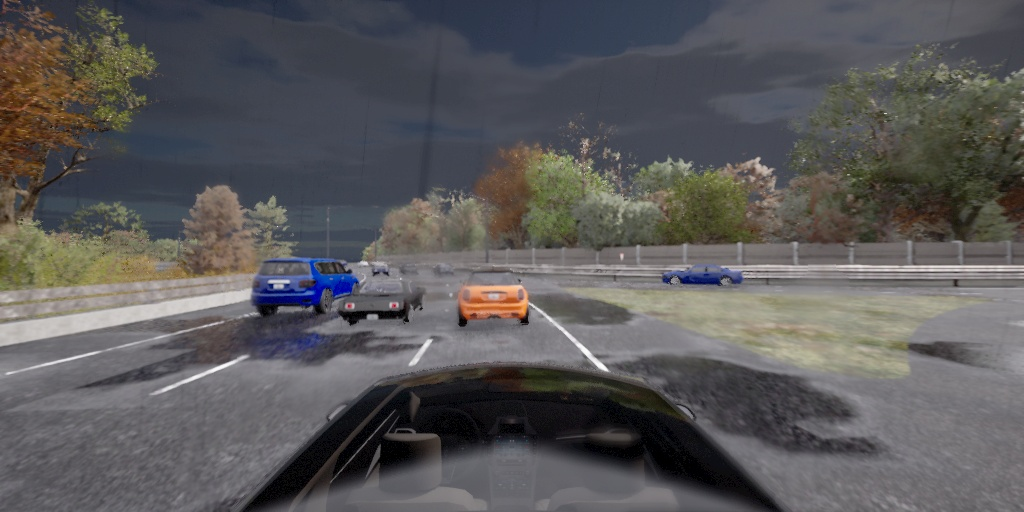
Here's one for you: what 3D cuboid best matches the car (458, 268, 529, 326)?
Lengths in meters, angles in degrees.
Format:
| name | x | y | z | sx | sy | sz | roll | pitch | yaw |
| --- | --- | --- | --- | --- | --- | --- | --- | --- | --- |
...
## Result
| name | x | y | z | sx | sy | sz | roll | pitch | yaw |
| --- | --- | --- | --- | --- | --- | --- | --- | --- | --- |
| car | -0.703 | 1.189 | 12.312 | 2.097 | 1.767 | 4.553 | 0 | 0 | -5 |

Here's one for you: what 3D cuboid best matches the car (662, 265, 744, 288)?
| name | x | y | z | sx | sy | sz | roll | pitch | yaw |
| --- | --- | --- | --- | --- | --- | --- | --- | --- | --- |
| car | 13.077 | 1.354 | 24.844 | 5.008 | 1.535 | 1.882 | -1 | 0 | 24 |

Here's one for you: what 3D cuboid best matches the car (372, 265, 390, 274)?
| name | x | y | z | sx | sy | sz | roll | pitch | yaw |
| --- | --- | --- | --- | --- | --- | --- | --- | --- | --- |
| car | -16.211 | 1.754 | 44.108 | 1.895 | 1.301 | 4.718 | 0 | 0 | -23 |

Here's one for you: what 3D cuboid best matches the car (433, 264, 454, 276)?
| name | x | y | z | sx | sy | sz | roll | pitch | yaw |
| --- | --- | --- | --- | --- | --- | --- | --- | --- | --- |
| car | -8.340 | 1.662 | 43.467 | 2.033 | 1.411 | 5.357 | 0 | 0 | -21 |

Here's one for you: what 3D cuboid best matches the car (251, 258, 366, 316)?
| name | x | y | z | sx | sy | sz | roll | pitch | yaw |
| --- | --- | --- | --- | --- | --- | --- | --- | --- | --- |
| car | -7.883 | 1.104 | 14.306 | 2.150 | 2.045 | 5.566 | 0 | 0 | -7 |

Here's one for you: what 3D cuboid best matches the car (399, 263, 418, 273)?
| name | x | y | z | sx | sy | sz | roll | pitch | yaw |
| --- | --- | --- | --- | --- | --- | --- | --- | --- | --- |
| car | -13.421 | 1.651 | 46.429 | 2.128 | 1.511 | 4.902 | 0 | -1 | -24 |

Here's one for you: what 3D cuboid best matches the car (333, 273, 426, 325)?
| name | x | y | z | sx | sy | sz | roll | pitch | yaw |
| --- | --- | --- | --- | --- | --- | --- | --- | --- | --- |
| car | -4.152 | 1.452 | 12.320 | 1.895 | 1.301 | 4.718 | 0 | 0 | -6 |
